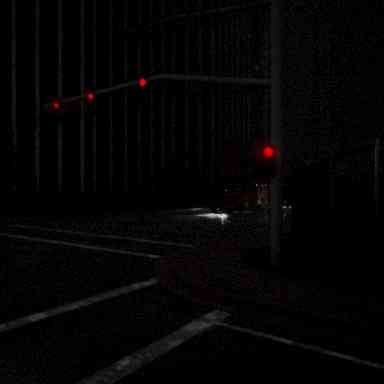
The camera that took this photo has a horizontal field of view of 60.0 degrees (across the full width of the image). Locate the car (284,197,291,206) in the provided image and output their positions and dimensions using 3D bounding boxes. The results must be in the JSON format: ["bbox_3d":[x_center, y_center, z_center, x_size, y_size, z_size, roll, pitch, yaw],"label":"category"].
[{"bbox_3d":[15.864,1.465,51.392,1.837,1.490,4.892,0,0,36],"label":"car"}]

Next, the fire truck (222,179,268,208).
[{"bbox_3d":[7.405,0.275,45.606,2.891,3.827,8.468,0,0,36],"label":"fire truck"}]

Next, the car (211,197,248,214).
[{"bbox_3d":[3.716,1.506,34.594,1.994,1.385,4.181,0,0,36],"label":"car"}]
